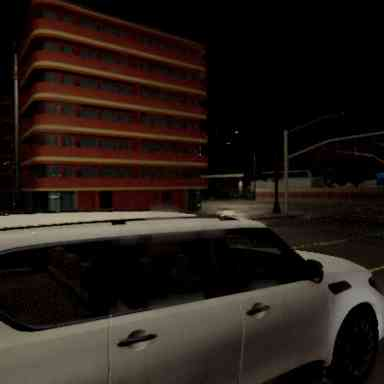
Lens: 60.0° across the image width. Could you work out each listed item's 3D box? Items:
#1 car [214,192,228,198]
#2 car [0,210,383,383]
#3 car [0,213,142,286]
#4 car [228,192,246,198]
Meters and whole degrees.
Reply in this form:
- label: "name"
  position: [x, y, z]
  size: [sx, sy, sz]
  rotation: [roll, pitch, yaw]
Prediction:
- label: "car"
  position: [8.043, 0.705, 89.724]
  size: [4.611, 1.667, 2.242]
  rotation: [-1, 1, -35]
- label: "car"
  position: [-0.117, 1.223, 3.656]
  size: [5.566, 2.045, 2.150]
  rotation: [0, 0, -35]
- label: "car"
  position: [-4.155, 1.492, 9.614]
  size: [4.902, 1.511, 2.128]
  rotation: [0, 0, -35]
- label: "car"
  position: [12.007, 0.852, 85.496]
  size: [3.806, 1.475, 1.970]
  rotation: [-1, 1, -35]
